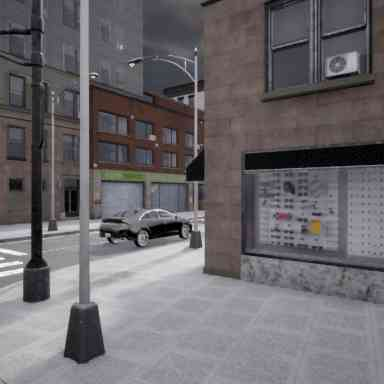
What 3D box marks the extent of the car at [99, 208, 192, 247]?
[{"bbox_3d":[-1.875,1.459,14.950,2.128,1.511,4.902,0,0,35],"label":"car"}]
